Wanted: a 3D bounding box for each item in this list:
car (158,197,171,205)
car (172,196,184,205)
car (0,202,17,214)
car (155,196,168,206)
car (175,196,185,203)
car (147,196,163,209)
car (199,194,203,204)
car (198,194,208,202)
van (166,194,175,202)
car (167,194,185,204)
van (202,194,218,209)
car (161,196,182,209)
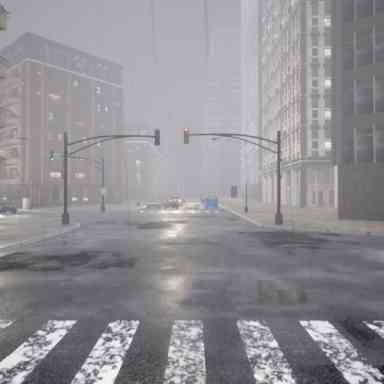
[{"bbox_3d":[-5.165,1.649,62.615,1.947,1.339,4.313,0,0,0],"label":"car"},{"bbox_3d":[-2.646,1.579,64.052,2.128,1.511,4.902,0,0,1],"label":"car"},{"bbox_3d":[-21.060,1.789,36.666,4.718,1.301,1.895,-1,-1,41],"label":"car"},{"bbox_3d":[-5.178,1.509,57.063,1.967,1.590,4.097,0,0,0],"label":"car"},{"bbox_3d":[-2.576,1.667,73.934,1.994,1.385,4.181,0,0,0],"label":"car"},{"bbox_3d":[-5.204,1.569,45.787,1.752,1.417,4.829,0,0,0],"label":"car"},{"bbox_3d":[2.728,1.643,68.148,1.887,1.381,4.507,0,0,0],"label":"car"},{"bbox_3d":[2.766,1.466,84.807,2.192,1.841,5.009,0,0,0],"label":"car"},{"bbox_3d":[-5.126,1.472,79.271,1.690,1.788,3.998,0,0,0],"label":"van"},{"bbox_3d":[-2.696,1.414,54.212,2.097,1.767,4.553,0,0,1],"label":"car"},{"bbox_3d":[2.677,1.385,45.939,1.690,1.788,3.998,0,0,0],"label":"van"},{"bbox_3d":[-2.723,1.644,45.086,1.895,1.301,4.718,0,0,0],"label":"car"}]
